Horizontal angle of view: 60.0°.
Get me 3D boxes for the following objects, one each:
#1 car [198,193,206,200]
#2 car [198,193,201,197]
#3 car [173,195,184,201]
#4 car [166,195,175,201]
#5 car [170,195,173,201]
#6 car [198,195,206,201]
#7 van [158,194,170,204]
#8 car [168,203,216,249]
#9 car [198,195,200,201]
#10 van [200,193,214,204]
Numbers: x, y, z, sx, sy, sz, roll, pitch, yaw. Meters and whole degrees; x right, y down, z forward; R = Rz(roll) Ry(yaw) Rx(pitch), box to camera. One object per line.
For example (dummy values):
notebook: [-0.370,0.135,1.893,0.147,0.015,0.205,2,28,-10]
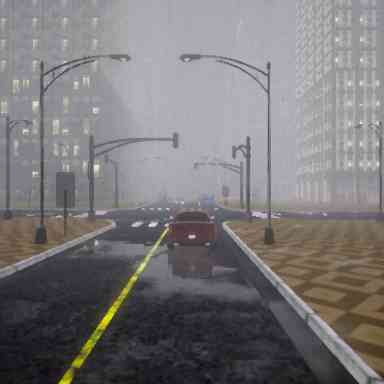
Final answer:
car: [2.706,1.309,93.184,2.192,1.841,5.009,0,0,0]
car: [2.666,1.311,82.105,2.192,1.841,5.009,0,0,0]
car: [-3.029,1.585,82.205,1.895,1.301,4.718,0,0,0]
car: [-5.695,1.546,87.674,2.008,1.369,4.403,0,0,0]
car: [-5.715,1.562,82.135,1.947,1.339,4.313,0,0,0]
car: [2.685,1.539,87.644,1.887,1.381,4.507,0,0,0]
van: [-5.775,1.339,65.517,1.690,1.788,3.998,0,0,0]
car: [0.000,1.486,14.650,1.882,1.535,5.008,0,0,0]
car: [2.608,1.543,59.951,1.887,1.381,4.507,0,0,0]
van: [2.679,1.339,54.413,1.690,1.788,3.998,0,0,0]
